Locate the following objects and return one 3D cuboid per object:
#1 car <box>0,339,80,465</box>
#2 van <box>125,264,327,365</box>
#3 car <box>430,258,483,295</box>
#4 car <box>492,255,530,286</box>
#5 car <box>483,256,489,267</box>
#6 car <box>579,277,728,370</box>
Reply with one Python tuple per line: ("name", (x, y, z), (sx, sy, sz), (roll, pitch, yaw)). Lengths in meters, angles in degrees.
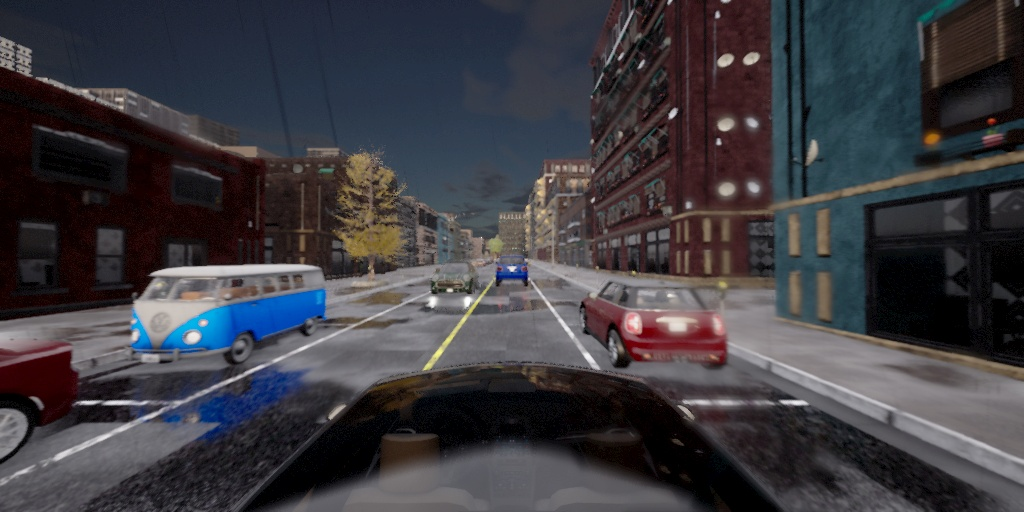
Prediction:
("car", (-5.690, 1.295, 2.050), (1.888, 1.381, 4.507), (0, 0, 0))
("van", (-5.690, 1.084, 7.738), (1.690, 1.789, 3.998), (0, 0, 0))
("car", (-3.011, 1.081, 19.665), (2.097, 1.767, 4.553), (0, 0, 0))
("car", (0.008, 0.948, 24.924), (2.150, 2.045, 5.566), (0, 0, 0))
("car", (-5.697, 1.128, 64.603), (1.967, 1.591, 4.097), (0, 0, 0))
("car", (2.691, 1.183, 7.799), (1.967, 1.591, 4.097), (0, 0, 0))
